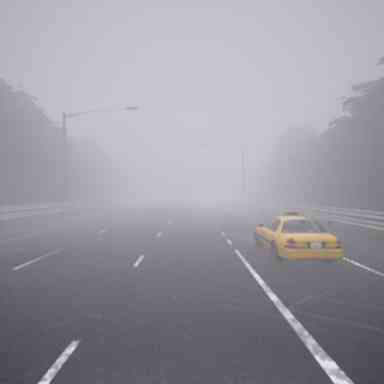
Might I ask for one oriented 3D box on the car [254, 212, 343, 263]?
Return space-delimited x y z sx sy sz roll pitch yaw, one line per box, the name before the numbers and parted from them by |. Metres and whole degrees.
car | 3.514 1.499 12.036 1.801 1.575 5.366 0 0 0
